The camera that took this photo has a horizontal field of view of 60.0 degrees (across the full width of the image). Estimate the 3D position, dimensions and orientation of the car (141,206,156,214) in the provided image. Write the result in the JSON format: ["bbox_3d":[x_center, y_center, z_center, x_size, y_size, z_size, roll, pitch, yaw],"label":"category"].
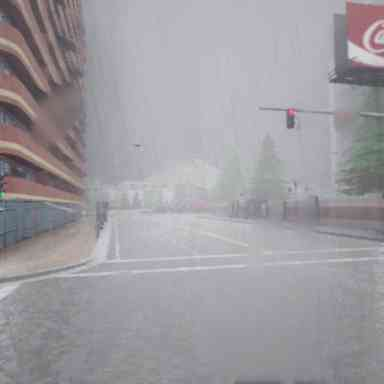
[{"bbox_3d":[-12.175,5.022,92.759,2.150,2.045,5.566,0,-2,-13],"label":"car"}]

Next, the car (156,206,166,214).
[{"bbox_3d":[-8.774,5.053,93.567,2.150,2.045,5.566,0,-2,-13],"label":"car"}]
